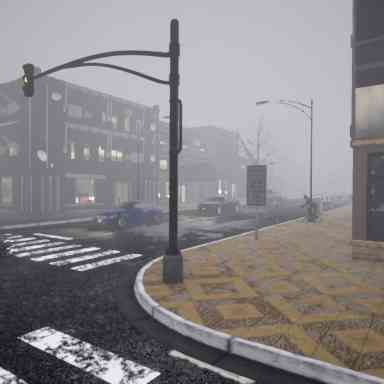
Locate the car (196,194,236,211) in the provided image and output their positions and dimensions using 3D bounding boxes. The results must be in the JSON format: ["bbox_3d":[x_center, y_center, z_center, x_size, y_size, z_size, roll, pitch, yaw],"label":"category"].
[{"bbox_3d":[2.450,1.011,33.334,2.008,1.369,4.403,2,2,35],"label":"car"}]

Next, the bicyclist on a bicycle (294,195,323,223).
[{"bbox_3d":[6.834,1.003,19.557,1.656,1.620,0.582,0,1,35],"label":"bicyclist on a bicycle"}]

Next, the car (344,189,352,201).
[{"bbox_3d":[25.475,0.619,51.642,1.887,1.381,4.507,2,2,35],"label":"car"}]

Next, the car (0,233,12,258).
[{"bbox_3d":[-7.407,1.440,8.720,1.837,1.490,4.892,1,1,35],"label":"car"}]

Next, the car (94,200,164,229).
[{"bbox_3d":[-3.596,1.248,19.835,1.812,1.442,4.674,1,1,37],"label":"car"}]

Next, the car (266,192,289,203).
[{"bbox_3d":[12.165,0.767,47.200,1.802,1.307,4.206,2,2,35],"label":"car"}]

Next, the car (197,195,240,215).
[{"bbox_3d":[2.351,1.028,28.431,1.882,1.535,5.008,1,1,35],"label":"car"}]

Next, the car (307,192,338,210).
[{"bbox_3d":[12.711,0.993,33.025,2.008,1.369,4.403,2,2,35],"label":"car"}]

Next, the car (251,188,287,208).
[{"bbox_3d":[8.368,0.599,37.100,2.150,2.045,5.566,1,1,35],"label":"car"}]

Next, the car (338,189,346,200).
[{"bbox_3d":[23.611,0.645,53.521,1.895,1.301,4.718,1,1,35],"label":"car"}]
